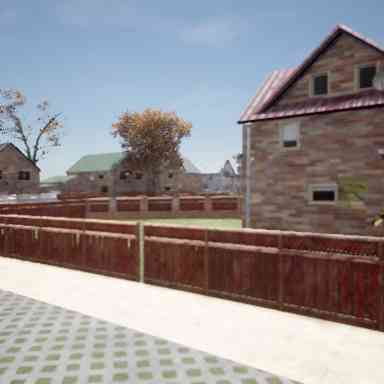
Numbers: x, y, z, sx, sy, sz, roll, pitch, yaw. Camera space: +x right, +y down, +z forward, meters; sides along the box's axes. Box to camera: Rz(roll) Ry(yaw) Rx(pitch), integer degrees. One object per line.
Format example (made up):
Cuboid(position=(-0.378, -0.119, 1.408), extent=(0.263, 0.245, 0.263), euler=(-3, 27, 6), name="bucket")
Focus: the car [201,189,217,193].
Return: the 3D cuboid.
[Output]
Cuboid(position=(2.547, 0.377, 53.942), extent=(2.097, 1.767, 4.553), euler=(1, 2, 37), name="car")
